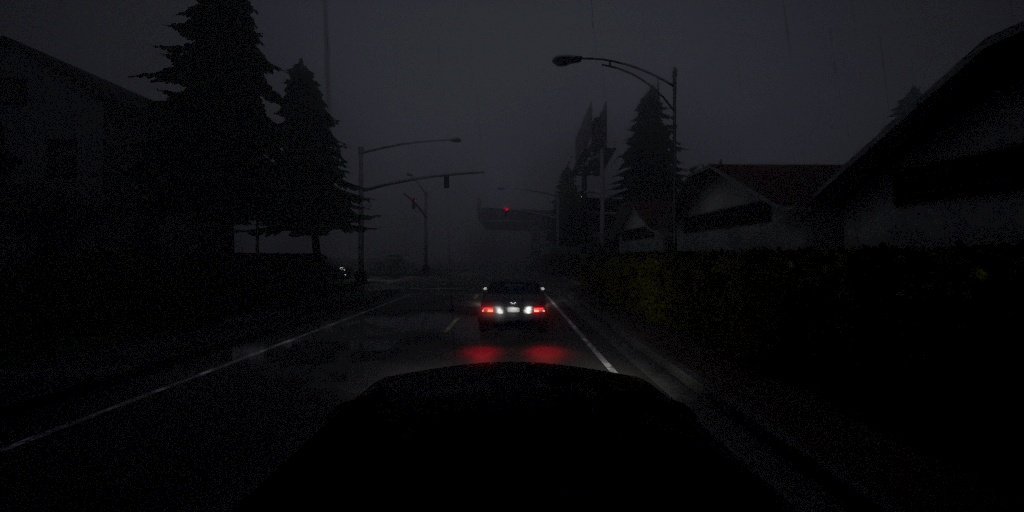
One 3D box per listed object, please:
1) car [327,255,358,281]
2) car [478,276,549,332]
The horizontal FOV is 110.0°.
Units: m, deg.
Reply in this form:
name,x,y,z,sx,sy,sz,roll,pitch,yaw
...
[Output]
name,x,y,z,sx,sy,sz,roll,pitch,yaw
car,-13.960,0.910,26.305,4.553,1.767,2.097,0,0,0
car,0.058,1.297,10.837,2.033,1.411,5.357,0,0,1
